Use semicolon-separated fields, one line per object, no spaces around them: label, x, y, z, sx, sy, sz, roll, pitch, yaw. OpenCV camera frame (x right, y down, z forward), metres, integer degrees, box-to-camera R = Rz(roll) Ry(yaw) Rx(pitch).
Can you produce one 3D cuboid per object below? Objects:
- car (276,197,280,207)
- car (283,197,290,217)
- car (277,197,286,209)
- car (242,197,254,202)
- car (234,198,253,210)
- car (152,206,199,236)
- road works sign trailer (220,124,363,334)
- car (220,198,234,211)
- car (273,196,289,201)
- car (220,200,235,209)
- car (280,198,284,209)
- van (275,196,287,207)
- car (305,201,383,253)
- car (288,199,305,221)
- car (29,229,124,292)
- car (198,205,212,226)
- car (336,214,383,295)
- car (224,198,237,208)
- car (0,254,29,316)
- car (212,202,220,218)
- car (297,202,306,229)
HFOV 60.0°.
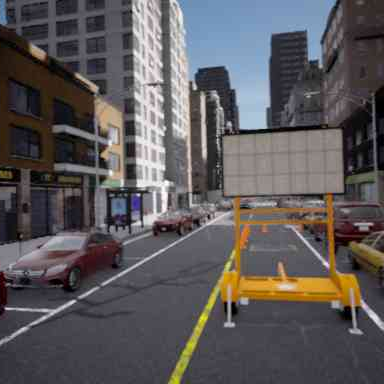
car;12.905;1.696;45.699;1.947;1.339;4.313;-2;-1;12
car;9.517;1.491;29.479;1.967;1.590;4.097;-2;-1;12
car;11.777;1.654;40.292;2.008;1.369;4.403;-2;-1;12
car;11.383;1.525;67.148;2.150;2.045;5.566;-2;-1;12
car;7.313;1.910;47.993;1.895;1.301;4.718;-2;-1;12
car;-1.081;1.793;20.388;1.887;1.381;4.507;-2;-1;12
road works sign trailer;1.851;0.487;6.858;2.380;3.560;2.880;-2;-1;12
car;4.561;1.961;47.430;1.802;1.307;4.206;-2;-1;12
car;14.026;1.471;51.109;2.192;1.841;5.009;-2;-1;12
car;5.689;1.972;52.839;1.947;1.339;4.313;-2;-1;12
car;10.649;1.628;34.885;2.008;1.369;4.403;-2;-1;12
van;15.155;1.524;56.516;1.690;1.788;3.998;-2;-1;12
car;6.131;1.288;13.259;2.192;1.841;5.009;-2;-1;12
car;8.390;1.465;24.072;1.967;1.590;4.097;-2;-1;12
car;-3.337;1.778;9.570;1.802;1.307;4.206;-2;-1;12
car;0.047;1.841;25.796;1.947;1.339;4.313;-2;-1;12
car;5.043;1.473;8.016;1.752;1.417;4.829;-2;-1;12
car;6.813;1.872;58.249;1.967;1.590;4.097;-2;-1;12
car;-4.466;1.714;4.162;1.887;1.381;4.507;-2;-1;12
car;1.176;1.867;31.204;1.947;1.339;4.313;-2;-1;12
car;7.299;1.525;18.830;1.752;1.417;4.829;-2;-1;12
